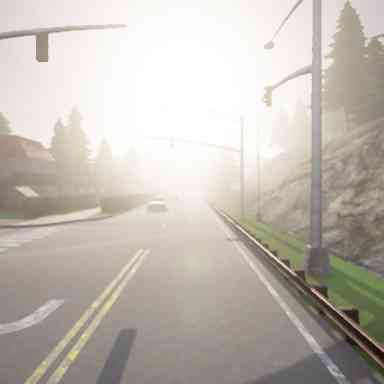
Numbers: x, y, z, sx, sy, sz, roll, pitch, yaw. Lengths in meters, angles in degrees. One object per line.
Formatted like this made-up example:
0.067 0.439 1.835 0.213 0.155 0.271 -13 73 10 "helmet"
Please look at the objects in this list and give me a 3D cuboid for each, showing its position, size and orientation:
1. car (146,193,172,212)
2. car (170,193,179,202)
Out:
-3.421 1.224 34.078 1.812 1.442 4.674 0 2 0 "car"
-3.373 0.891 58.825 2.128 1.511 4.902 0 1 0 "car"
